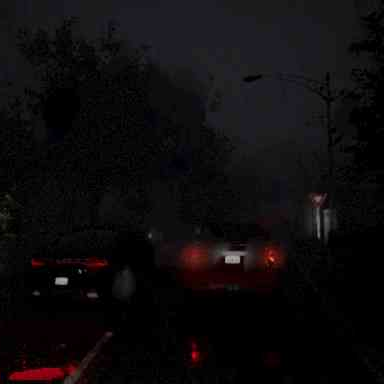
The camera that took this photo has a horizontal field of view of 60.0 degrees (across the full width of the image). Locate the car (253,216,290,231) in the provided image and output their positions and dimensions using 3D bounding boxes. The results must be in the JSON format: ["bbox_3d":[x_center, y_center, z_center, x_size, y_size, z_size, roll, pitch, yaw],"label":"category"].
[{"bbox_3d":[7.637,2.945,31.624,1.895,1.301,4.718,-3,-5,33],"label":"car"}]

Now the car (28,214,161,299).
[{"bbox_3d":[-2.167,1.571,8.798,1.882,1.535,5.008,-1,-1,8],"label":"car"}]

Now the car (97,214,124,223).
[{"bbox_3d":[-15.340,4.978,62.576,4.892,1.490,1.837,1,-5,-14],"label":"car"}]

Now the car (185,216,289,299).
[{"bbox_3d":[1.129,1.418,8.900,2.097,1.767,4.553,-1,-1,8],"label":"car"}]
